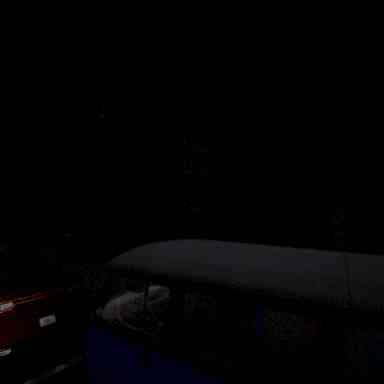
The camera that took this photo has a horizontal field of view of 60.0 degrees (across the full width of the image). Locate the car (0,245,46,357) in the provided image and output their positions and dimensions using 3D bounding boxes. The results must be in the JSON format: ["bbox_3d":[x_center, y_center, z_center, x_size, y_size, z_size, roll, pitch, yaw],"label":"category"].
[{"bbox_3d":[-3.750,1.604,5.750,4.507,1.381,1.887,-1,0,35],"label":"car"}]

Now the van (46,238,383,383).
[{"bbox_3d":[0.856,1.347,2.463,3.998,1.788,1.690,-1,0,35],"label":"van"}]
